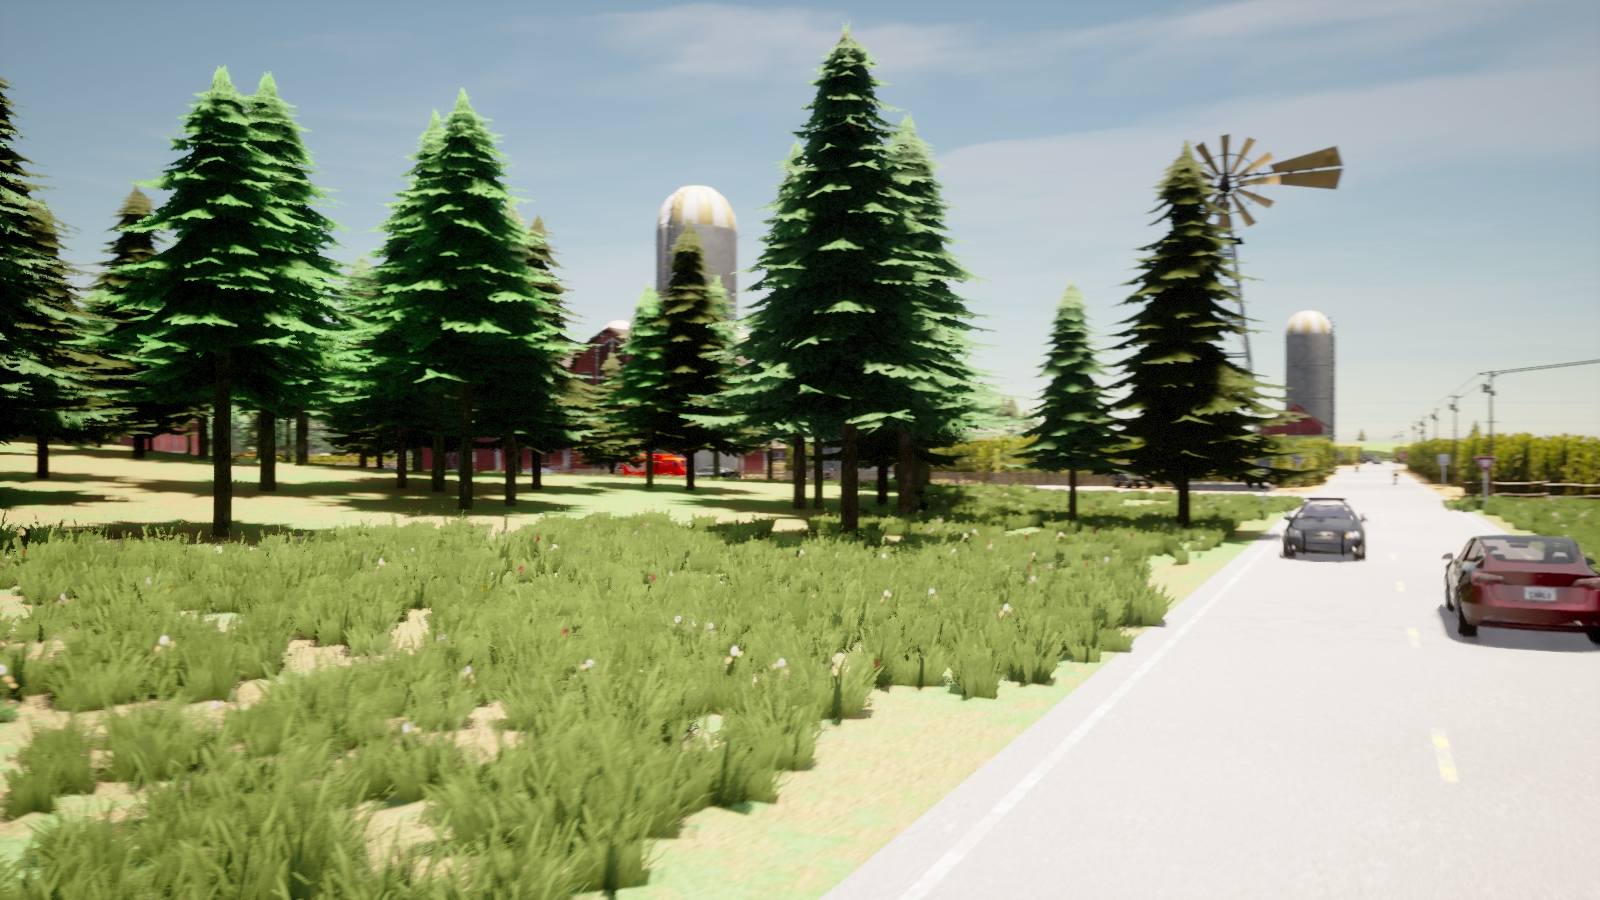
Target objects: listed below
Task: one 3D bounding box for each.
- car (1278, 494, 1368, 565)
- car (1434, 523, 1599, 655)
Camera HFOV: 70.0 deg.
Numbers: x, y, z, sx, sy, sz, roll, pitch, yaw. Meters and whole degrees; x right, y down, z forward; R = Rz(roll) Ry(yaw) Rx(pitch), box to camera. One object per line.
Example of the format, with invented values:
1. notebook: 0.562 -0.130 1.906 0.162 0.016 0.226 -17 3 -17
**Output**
1. car: 14.153 2.061 30.782 2.038 1.542 4.974 0 0 26
2. car: 11.449 2.074 18.191 2.163 1.488 4.792 0 0 27
